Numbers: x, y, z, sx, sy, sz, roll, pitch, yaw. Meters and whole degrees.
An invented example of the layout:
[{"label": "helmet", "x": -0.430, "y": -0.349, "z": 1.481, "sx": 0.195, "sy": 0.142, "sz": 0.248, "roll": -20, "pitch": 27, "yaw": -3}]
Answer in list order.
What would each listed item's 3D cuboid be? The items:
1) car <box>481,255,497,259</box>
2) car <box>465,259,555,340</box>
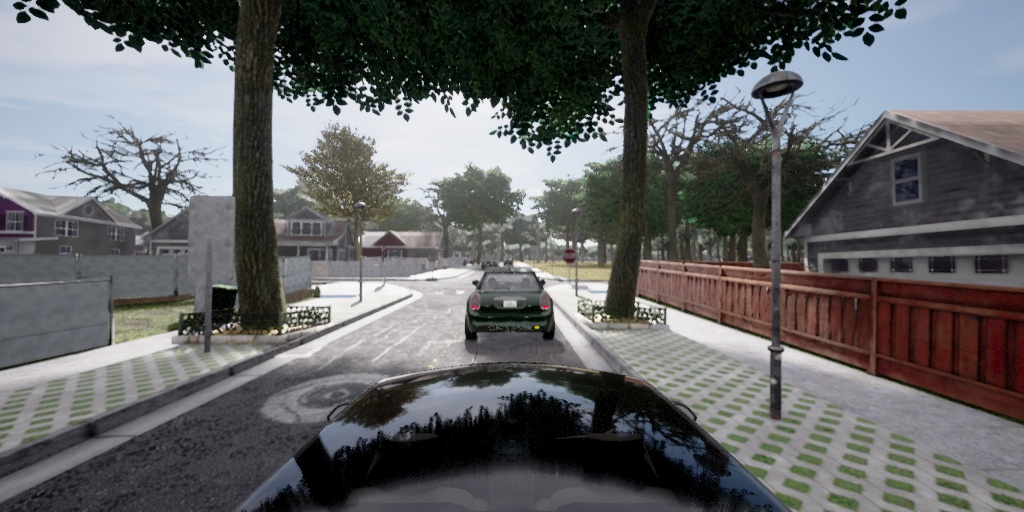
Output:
[{"label": "car", "x": -3.405, "y": 0.912, "z": 53.962, "sx": 2.150, "sy": 2.045, "sz": 5.566, "roll": 0, "pitch": 0, "yaw": 0}, {"label": "car", "x": -0.083, "y": 1.082, "z": 10.115, "sx": 2.097, "sy": 1.767, "sz": 4.553, "roll": 0, "pitch": 0, "yaw": -1}]
